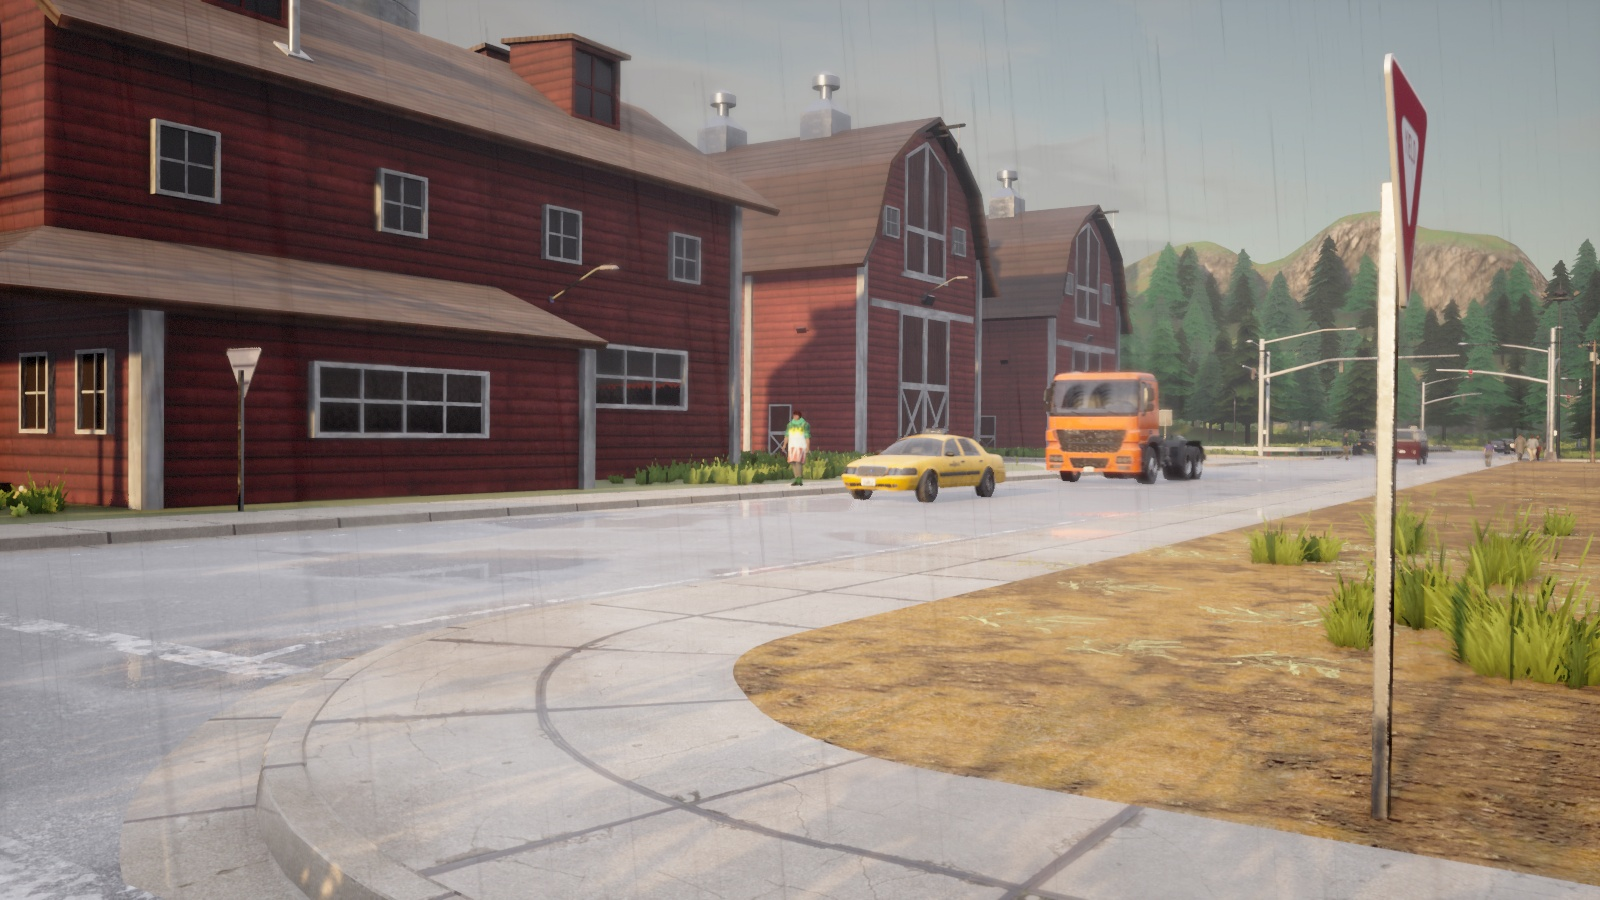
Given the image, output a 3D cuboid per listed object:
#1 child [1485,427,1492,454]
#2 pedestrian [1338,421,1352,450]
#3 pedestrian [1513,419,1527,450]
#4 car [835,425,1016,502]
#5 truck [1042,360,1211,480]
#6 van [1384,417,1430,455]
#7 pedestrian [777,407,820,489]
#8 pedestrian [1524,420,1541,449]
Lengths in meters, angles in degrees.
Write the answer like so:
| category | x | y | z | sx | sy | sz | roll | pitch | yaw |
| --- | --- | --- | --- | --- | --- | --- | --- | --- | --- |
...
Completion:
| category | x | y | z | sx | sy | sz | roll | pitch | yaw |
| --- | --- | --- | --- | --- | --- | --- | --- | --- | --- |
| child | 31.970 | -0.439 | 58.306 | 0.270 | 1.263 | 0.437 | 0 | 1 | 28 |
| pedestrian | 34.734 | -0.900 | 80.028 | 0.726 | 1.842 | 0.402 | 0 | 1 | 29 |
| pedestrian | 46.244 | -1.012 | 80.679 | 0.659 | 1.952 | 0.873 | 0 | 1 | 37 |
| car | 2.945 | 0.232 | 28.211 | 1.801 | 1.575 | 5.366 | 0 | 1 | 33 |
| truck | 10.604 | -0.922 | 40.127 | 2.891 | 3.462 | 7.936 | 0 | 1 | 33 |
| van | 33.529 | -0.796 | 69.319 | 1.775 | 1.987 | 4.442 | 0 | 1 | 33 |
| pedestrian | -0.038 | -0.053 | 30.731 | 0.659 | 1.952 | 0.873 | 0 | 1 | 33 |
| pedestrian | 46.276 | -0.976 | 79.347 | 0.874 | 1.855 | 0.900 | 0 | 1 | 35 |
